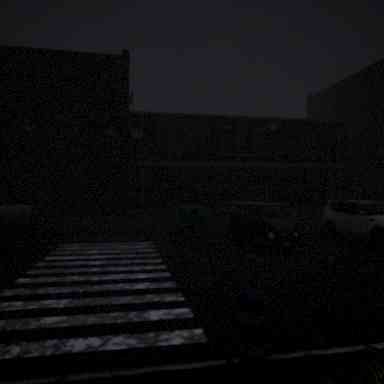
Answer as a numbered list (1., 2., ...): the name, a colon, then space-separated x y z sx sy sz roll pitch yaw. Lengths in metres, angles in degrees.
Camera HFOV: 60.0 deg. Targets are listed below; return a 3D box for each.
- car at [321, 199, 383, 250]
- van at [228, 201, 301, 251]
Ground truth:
1. car: 8.447 1.401 15.783 2.435 2.045 5.566 0 0 -12
2. van: 3.074 1.385 14.550 1.878 1.987 4.442 0 0 -12
